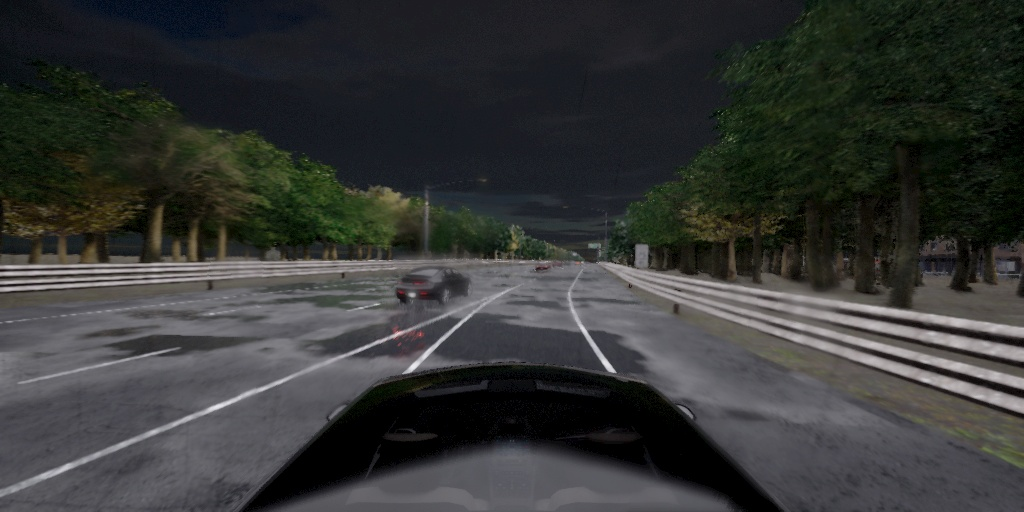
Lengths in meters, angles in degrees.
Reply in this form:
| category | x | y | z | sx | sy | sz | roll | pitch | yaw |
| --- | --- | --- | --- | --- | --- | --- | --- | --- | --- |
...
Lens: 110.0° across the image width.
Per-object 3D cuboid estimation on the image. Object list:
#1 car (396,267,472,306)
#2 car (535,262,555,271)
| category | x | y | z | sx | sy | sz | roll | pitch | yaw |
| --- | --- | --- | --- | --- | --- | --- | --- | --- | --- |
| car | -3.178 | 1.199 | 15.574 | 1.837 | 1.490 | 4.892 | 1 | 0 | 12 |
| car | 4.618 | 1.485 | 51.906 | 1.895 | 1.301 | 4.718 | 1 | 0 | 12 |
